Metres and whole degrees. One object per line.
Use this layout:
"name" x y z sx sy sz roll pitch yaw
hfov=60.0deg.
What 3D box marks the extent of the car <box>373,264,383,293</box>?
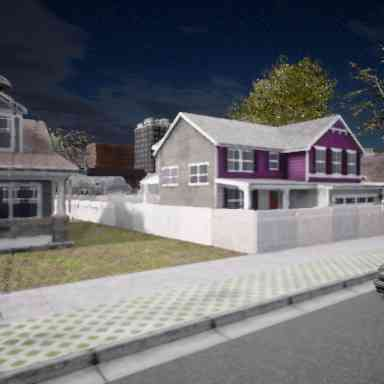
"car" 6.284 1.539 7.498 5.357 1.411 2.033 0 0 -35
